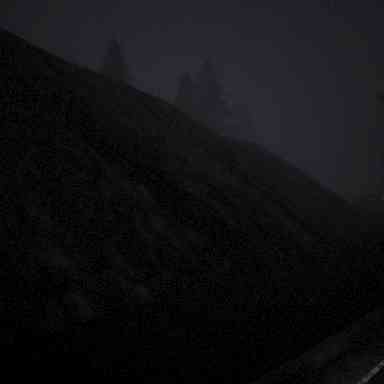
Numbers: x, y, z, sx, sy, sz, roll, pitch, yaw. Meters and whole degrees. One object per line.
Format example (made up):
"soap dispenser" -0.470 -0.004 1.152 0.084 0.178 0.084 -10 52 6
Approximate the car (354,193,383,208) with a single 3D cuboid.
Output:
"car" 25.122 1.224 47.232 2.150 2.045 5.566 0 -2 4
